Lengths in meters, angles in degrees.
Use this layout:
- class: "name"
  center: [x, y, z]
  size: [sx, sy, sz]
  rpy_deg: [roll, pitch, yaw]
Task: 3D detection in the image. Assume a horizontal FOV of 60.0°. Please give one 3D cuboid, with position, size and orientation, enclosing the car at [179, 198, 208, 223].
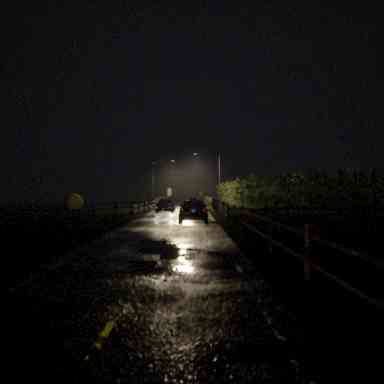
- class: "car"
  center: [0.093, 1.341, 25.348]
  size: [2.097, 1.767, 4.553]
  rpy_deg: [0, 0, 0]

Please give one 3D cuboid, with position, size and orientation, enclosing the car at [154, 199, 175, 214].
- class: "car"
  center: [-2.855, 1.489, 35.653]
  size: [1.837, 1.490, 4.892]
  rpy_deg: [0, 0, 0]

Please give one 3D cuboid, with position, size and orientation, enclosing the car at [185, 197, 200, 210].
- class: "car"
  center: [0.090, 1.487, 42.997]
  size: [1.837, 1.490, 4.892]
  rpy_deg: [0, 0, 0]
